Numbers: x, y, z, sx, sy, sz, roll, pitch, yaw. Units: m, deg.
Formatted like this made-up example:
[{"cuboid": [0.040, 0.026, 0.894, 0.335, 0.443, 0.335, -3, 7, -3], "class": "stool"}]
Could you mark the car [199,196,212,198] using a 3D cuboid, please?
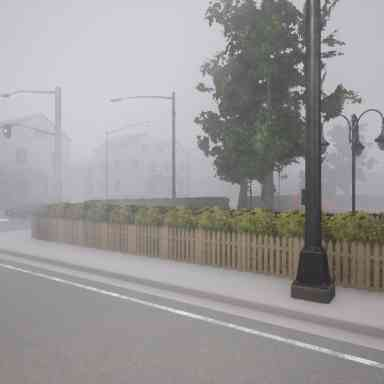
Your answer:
[{"cuboid": [1.890, 1.352, 52.023, 2.097, 1.767, 4.553, 0, 0, 35], "class": "car"}]

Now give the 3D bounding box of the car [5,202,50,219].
[{"cuboid": [-14.017, 1.564, 29.258, 1.994, 1.385, 4.181, 0, 0, 35], "class": "car"}]
